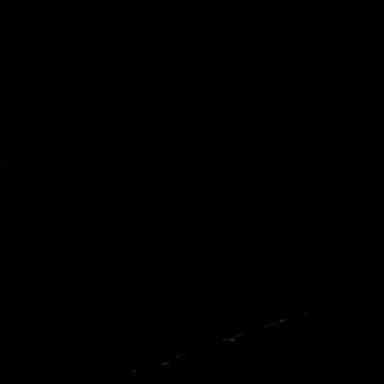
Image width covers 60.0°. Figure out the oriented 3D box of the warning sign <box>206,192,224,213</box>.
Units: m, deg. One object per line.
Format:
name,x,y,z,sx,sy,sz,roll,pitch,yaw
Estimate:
warning sign,2.130,0.966,30.688,1.300,1.860,1.060,-1,0,-35
